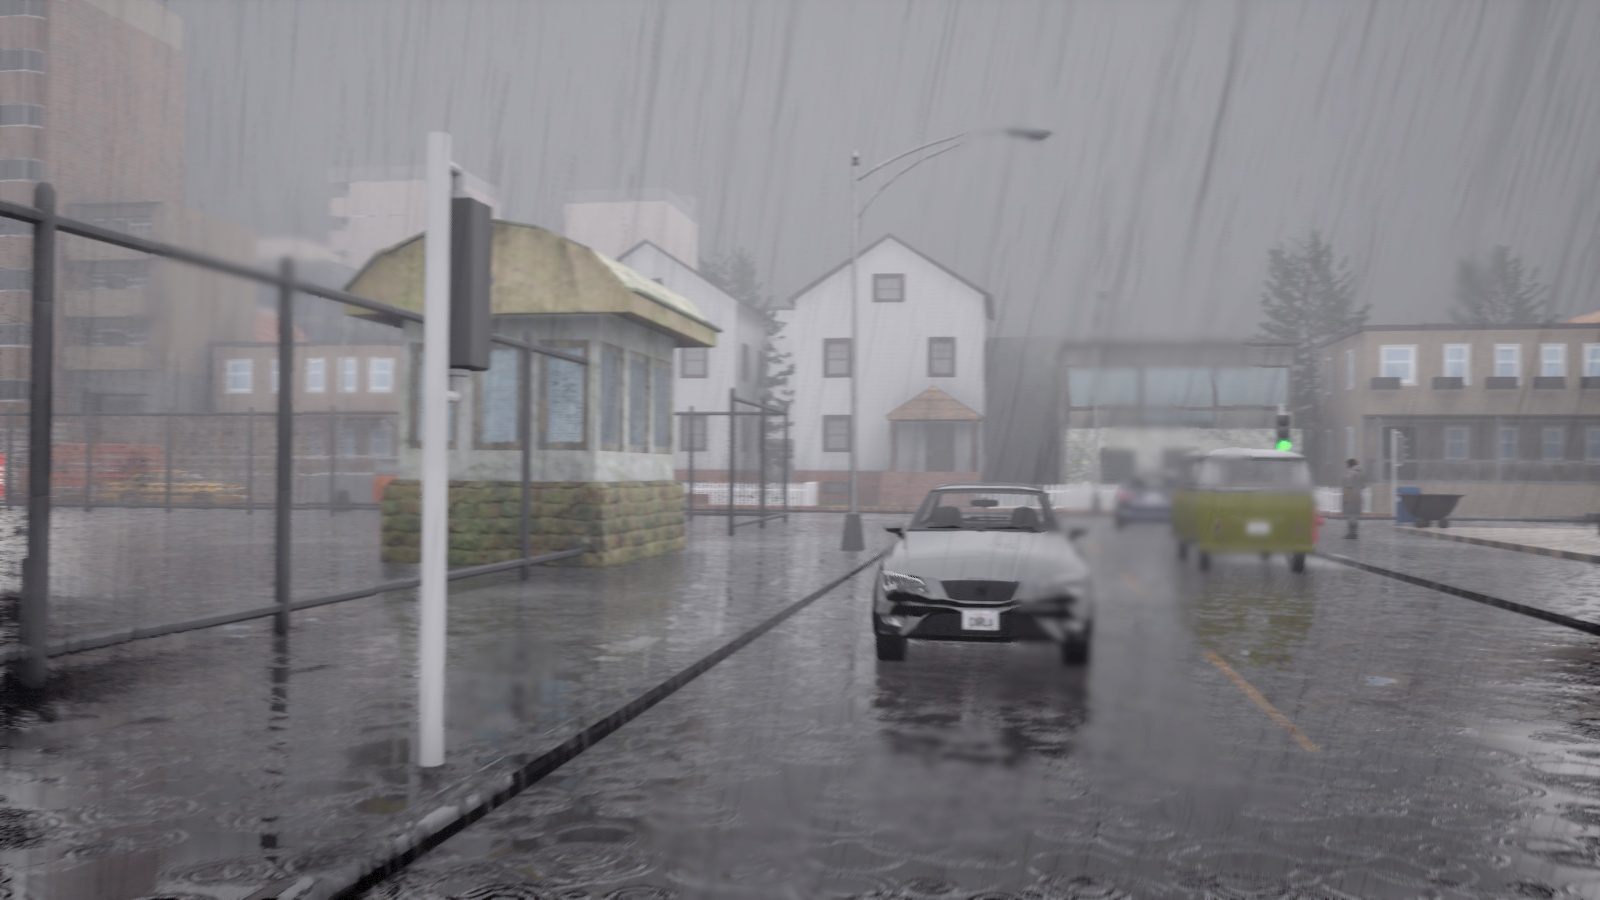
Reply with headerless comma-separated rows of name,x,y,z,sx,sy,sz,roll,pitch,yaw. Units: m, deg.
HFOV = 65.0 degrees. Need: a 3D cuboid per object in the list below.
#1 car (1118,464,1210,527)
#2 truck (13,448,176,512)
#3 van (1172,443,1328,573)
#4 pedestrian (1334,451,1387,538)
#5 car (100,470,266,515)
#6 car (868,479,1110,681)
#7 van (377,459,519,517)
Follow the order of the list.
car,10.514,1.261,36.037,2.242,1.667,4.611,-1,-1,20
truck,-28.392,1.197,50.650,5.204,2.467,2.627,0,-1,10
van,7.597,0.928,21.609,1.775,1.987,4.442,0,-1,10
pedestrian,12.814,0.998,28.728,0.659,1.952,0.873,1,-1,-31
car,-22.352,1.533,45.542,5.366,1.575,1.801,0,-1,11
car,1.782,1.023,11.596,1.816,1.474,4.193,0,-1,10
van,-12.254,1.312,43.809,4.442,1.987,1.775,0,-1,11
